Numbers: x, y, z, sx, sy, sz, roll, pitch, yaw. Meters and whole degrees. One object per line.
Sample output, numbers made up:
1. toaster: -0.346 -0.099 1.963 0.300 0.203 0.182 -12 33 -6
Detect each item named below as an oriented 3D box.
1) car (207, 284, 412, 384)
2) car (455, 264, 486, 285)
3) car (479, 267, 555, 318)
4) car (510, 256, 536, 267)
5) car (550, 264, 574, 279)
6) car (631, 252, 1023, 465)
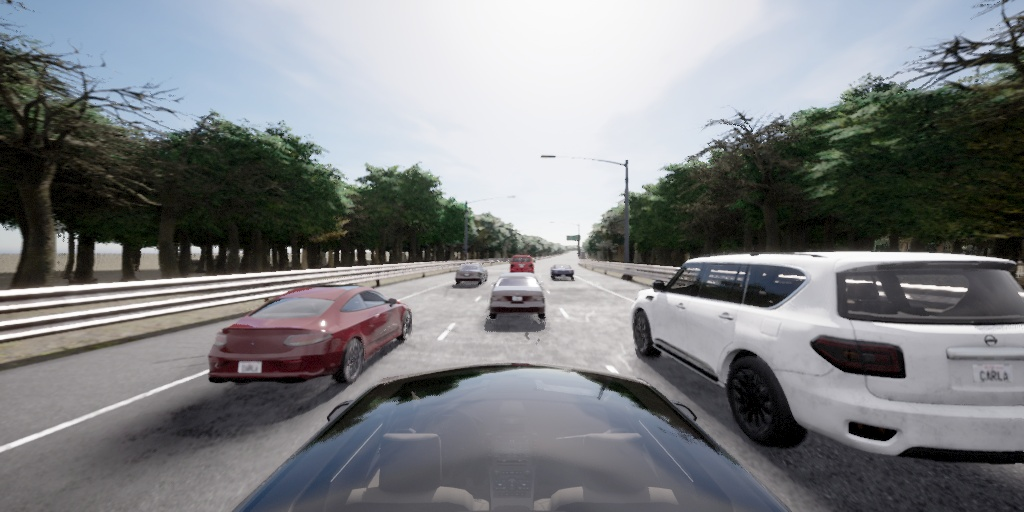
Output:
1. car: -3.371 1.270 6.926 1.812 1.442 4.674 0 0 0
2. car: -2.876 1.294 26.257 2.033 1.411 5.357 0 0 3
3. car: 0.204 1.297 13.005 2.033 1.411 5.357 0 0 1
4. car: 0.977 0.977 32.840 2.150 2.045 5.566 0 0 3
5. car: 4.462 1.362 32.492 1.895 1.301 4.718 0 0 3
6. car: 3.624 0.977 5.380 2.150 2.045 5.566 0 0 0
